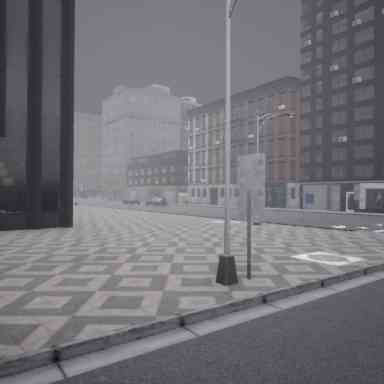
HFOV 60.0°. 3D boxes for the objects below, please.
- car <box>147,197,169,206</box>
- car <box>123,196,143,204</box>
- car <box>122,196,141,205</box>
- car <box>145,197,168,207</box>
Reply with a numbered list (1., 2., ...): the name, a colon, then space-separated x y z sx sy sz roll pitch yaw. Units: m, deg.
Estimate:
1. car: -6.254 1.638 60.397 1.837 1.490 4.892 1 0 -36
2. car: -12.319 1.639 68.853 2.128 1.511 4.902 1 0 -36
3. car: -11.388 1.713 61.806 1.895 1.301 4.718 1 0 -36
4. car: -5.938 1.624 54.267 1.812 1.442 4.674 1 0 -36
